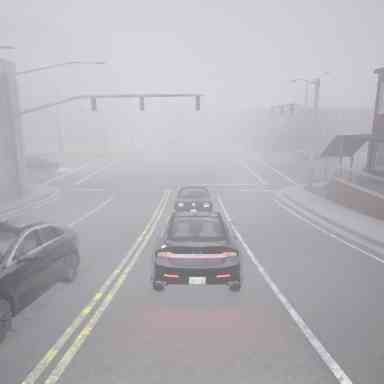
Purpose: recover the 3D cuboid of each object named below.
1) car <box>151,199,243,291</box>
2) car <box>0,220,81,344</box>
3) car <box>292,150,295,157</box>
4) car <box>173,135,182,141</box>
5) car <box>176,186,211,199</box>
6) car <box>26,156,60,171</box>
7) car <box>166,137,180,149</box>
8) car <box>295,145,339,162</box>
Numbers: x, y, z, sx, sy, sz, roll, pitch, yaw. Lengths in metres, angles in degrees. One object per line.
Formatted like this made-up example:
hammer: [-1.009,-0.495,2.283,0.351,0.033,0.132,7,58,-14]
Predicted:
car: [0.100,1.221,8.373,2.128,1.511,4.902,0,4,0]
car: [-3.587,1.351,6.100,2.128,1.511,4.902,0,2,0]
car: [15.974,-5.491,44.964,4.553,1.767,2.097,0,12,0]
car: [-3.491,-10.621,69.213,1.994,1.385,4.181,0,12,0]
car: [0.087,0.327,18.079,1.895,1.301,4.718,0,8,0]
car: [-16.073,-3.007,34.666,4.181,1.385,1.994,0,12,0]
car: [-3.562,-8.509,59.390,1.837,1.490,4.892,0,12,0]
car: [15.807,-4.739,41.546,4.553,1.767,2.097,0,12,0]
